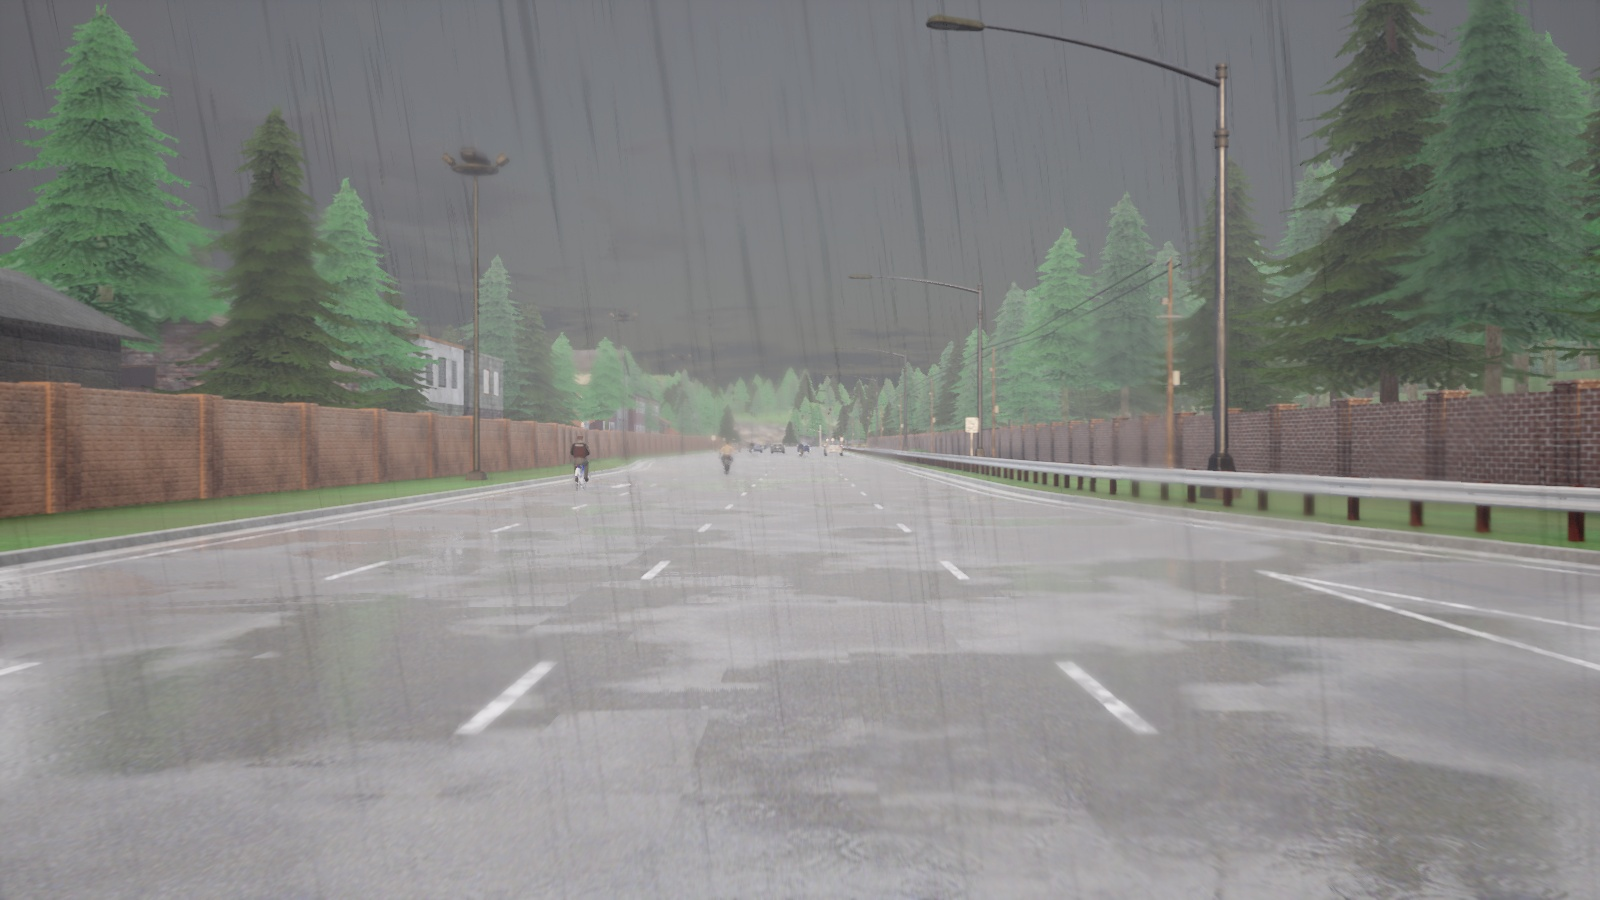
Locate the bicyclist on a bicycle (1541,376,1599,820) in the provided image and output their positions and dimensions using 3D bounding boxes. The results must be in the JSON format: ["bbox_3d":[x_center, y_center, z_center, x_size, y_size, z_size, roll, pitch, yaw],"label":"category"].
[{"bbox_3d":[3.529,0.594,4.501,0.659,1.776,1.843,0,0,0],"label":"bicyclist on a bicycle"}]
